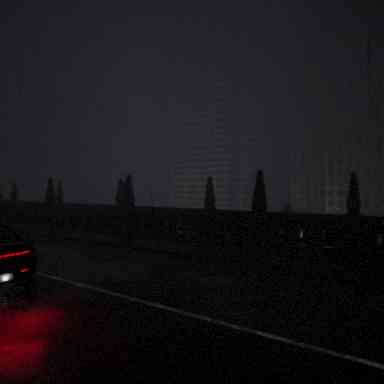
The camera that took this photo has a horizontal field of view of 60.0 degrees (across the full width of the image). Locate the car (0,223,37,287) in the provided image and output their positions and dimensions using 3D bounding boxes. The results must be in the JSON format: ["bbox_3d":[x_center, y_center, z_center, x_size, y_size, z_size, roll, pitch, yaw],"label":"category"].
[{"bbox_3d":[-5.693,1.445,8.050,4.892,1.490,1.837,0,0,35],"label":"car"}]
